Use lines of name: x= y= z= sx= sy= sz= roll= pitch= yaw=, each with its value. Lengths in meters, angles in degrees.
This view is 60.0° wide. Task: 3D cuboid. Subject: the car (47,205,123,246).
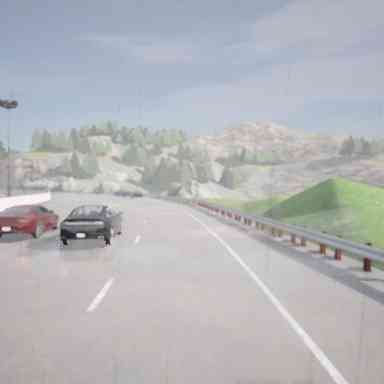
car: x=-4.079 y=1.282 z=14.105 sx=2.128 sy=1.511 sz=4.902 roll=0 pitch=1 yaw=-4

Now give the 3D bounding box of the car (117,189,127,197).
car: x=-15.485 y=0.303 z=77.874 sx=1.882 sy=1.535 sz=5.008 roll=-1 pitch=1 yaw=-24

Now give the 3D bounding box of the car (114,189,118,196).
car: x=-18.208 y=0.093 z=83.807 sx=2.097 sy=1.767 sz=4.553 roll=-1 pitch=1 yaw=-26

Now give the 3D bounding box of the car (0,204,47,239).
car: x=-7.744 y=1.303 z=15.804 sx=1.812 sy=1.442 sz=4.674 roll=0 pitch=1 yaw=-5

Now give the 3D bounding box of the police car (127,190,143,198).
police car: x=-11.411 y=0.393 z=67.846 sx=1.930 sy=1.638 sz=5.238 roll=-1 pitch=1 yaw=-20
